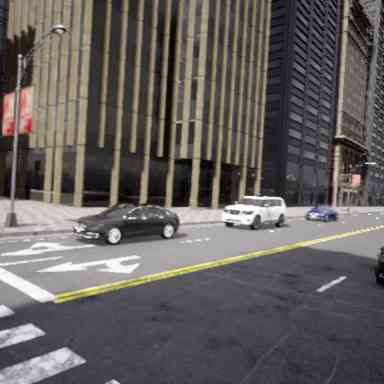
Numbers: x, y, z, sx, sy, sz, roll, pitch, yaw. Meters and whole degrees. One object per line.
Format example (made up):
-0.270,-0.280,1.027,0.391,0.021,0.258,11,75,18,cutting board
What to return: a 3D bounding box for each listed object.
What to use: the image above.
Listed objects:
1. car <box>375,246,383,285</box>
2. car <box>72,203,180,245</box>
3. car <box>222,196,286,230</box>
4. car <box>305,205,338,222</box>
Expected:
6.676,1.826,9.504,1.837,1.490,4.892,4,0,40,car
-2.566,1.231,13.994,1.837,1.490,4.892,4,1,40,car
4.295,1.291,22.047,2.150,2.045,5.566,4,1,41,car
12.461,2.007,31.655,1.812,1.442,4.674,4,1,41,car
